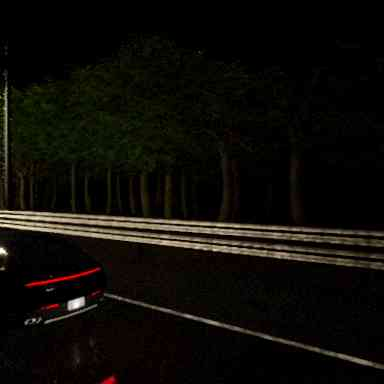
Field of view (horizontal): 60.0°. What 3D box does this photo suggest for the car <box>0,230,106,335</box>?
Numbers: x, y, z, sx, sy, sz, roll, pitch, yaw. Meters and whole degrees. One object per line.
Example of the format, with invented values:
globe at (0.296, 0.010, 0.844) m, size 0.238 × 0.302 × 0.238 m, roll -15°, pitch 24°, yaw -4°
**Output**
car at (-3.817, 1.545, 6.717) m, size 4.892 × 1.490 × 1.837 m, roll 0°, pitch 0°, yaw 36°
